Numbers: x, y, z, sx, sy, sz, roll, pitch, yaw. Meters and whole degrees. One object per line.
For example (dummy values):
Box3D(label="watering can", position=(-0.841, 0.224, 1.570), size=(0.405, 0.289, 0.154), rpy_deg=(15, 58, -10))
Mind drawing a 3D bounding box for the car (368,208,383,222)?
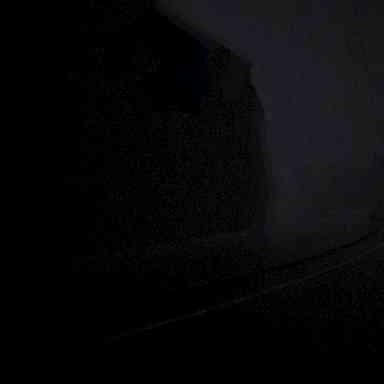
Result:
Box3D(label="car", position=(19.618, 2.333, 34.178), size=(2.033, 1.411, 5.357), rpy_deg=(-1, -3, 15))
